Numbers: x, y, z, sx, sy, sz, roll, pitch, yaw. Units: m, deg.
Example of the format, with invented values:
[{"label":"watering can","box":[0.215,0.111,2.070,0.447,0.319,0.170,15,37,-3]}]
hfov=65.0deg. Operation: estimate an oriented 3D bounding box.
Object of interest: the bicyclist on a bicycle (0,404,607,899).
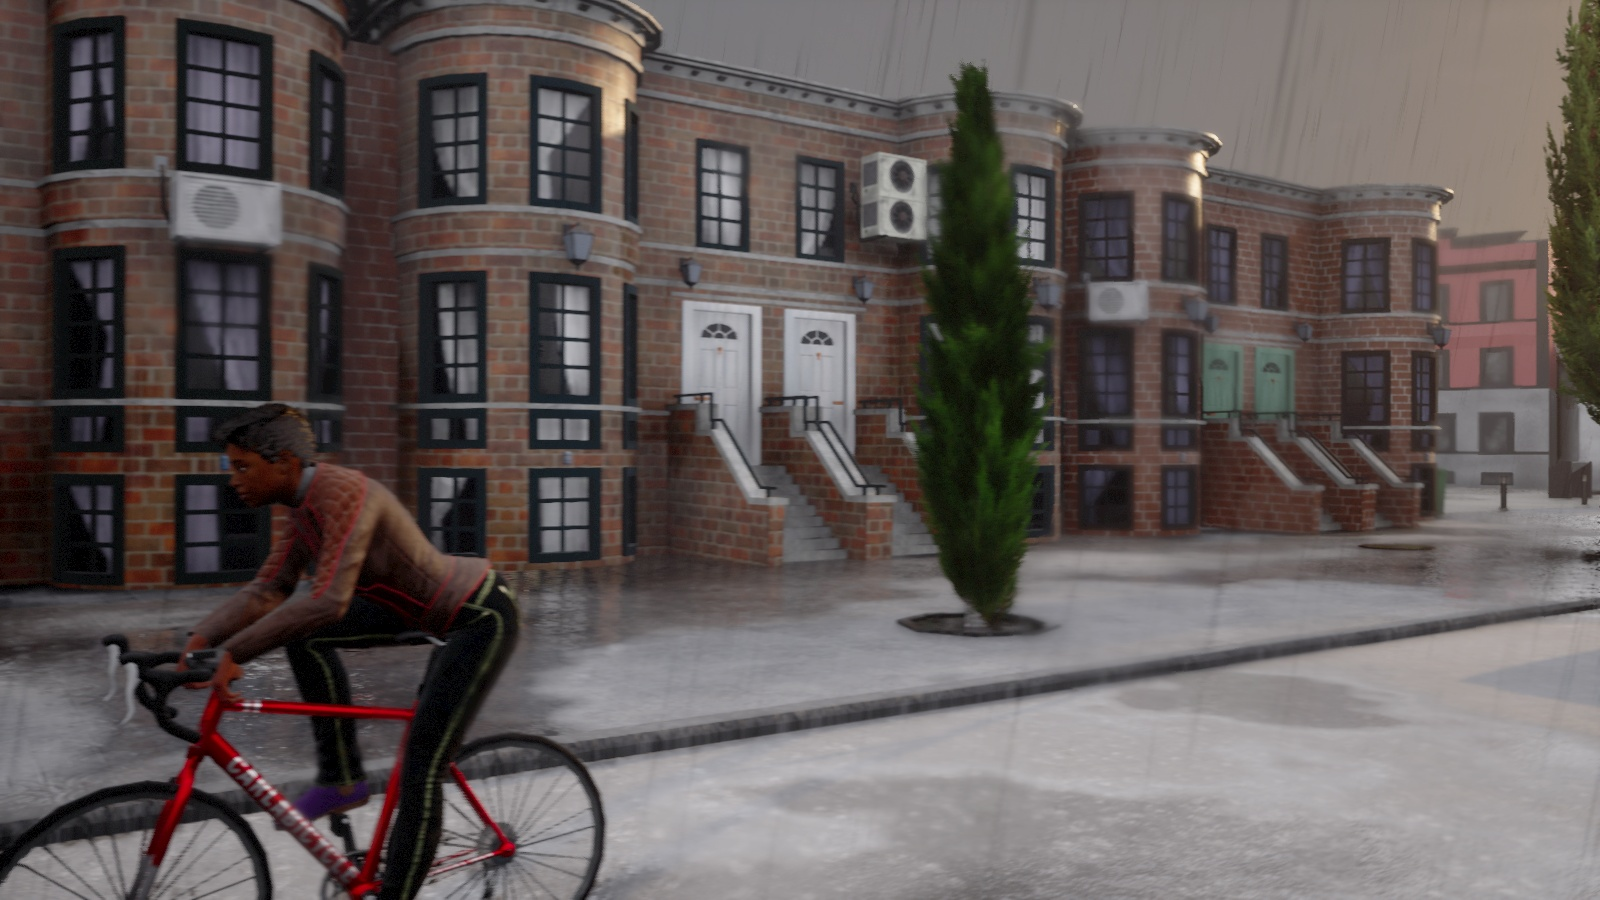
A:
[{"label":"bicyclist on a bicycle","box":[-1.392,0.709,3.298,1.656,1.620,0.582,0,0,-35]}]
